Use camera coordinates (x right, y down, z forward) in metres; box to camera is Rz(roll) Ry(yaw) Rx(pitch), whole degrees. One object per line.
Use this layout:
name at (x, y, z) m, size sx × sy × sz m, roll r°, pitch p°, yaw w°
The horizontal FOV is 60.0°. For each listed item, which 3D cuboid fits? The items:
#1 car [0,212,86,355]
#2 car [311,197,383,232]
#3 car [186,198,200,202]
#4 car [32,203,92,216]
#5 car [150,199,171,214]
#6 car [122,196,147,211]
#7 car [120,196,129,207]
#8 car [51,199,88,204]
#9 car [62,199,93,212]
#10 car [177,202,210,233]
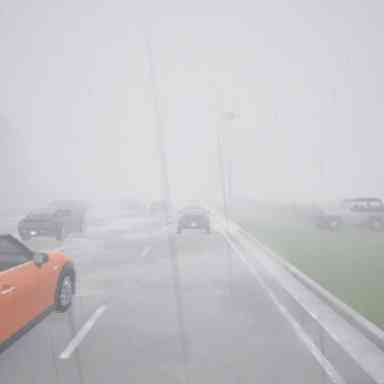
car at (-3.402, 1.360, 4.910) m, size 2.097 × 1.767 × 4.553 m, roll 0°, pitch 0°, yaw 0°
car at (8.914, 1.246, 18.757) m, size 3.866 × 1.878 × 1.905 m, roll 0°, pitch 0°, yaw 0°
car at (0.082, 1.532, 45.102) m, size 1.801 × 1.575 × 5.366 m, roll 0°, pitch 0°, yaw 0°
car at (-6.907, 1.533, 16.904) m, size 1.837 × 1.490 × 4.892 m, roll 0°, pitch 0°, yaw 0°
car at (-3.414, 1.565, 36.026) m, size 1.837 × 1.490 × 4.892 m, roll 0°, pitch 0°, yaw 0°
car at (-6.919, 1.617, 41.614) m, size 2.033 × 1.411 × 5.357 m, roll 0°, pitch 0°, yaw 0°
car at (-10.422, 1.443, 54.913) m, size 2.097 × 1.767 × 4.553 m, roll 0°, pitch 0°, yaw 0°
car at (-10.411, 1.398, 27.856) m, size 2.097 × 1.767 × 4.553 m, roll 0°, pitch 0°, yaw 0°
car at (-13.917, 1.615, 40.824) m, size 2.033 × 1.411 × 5.357 m, roll 0°, pitch 0°, yaw 0°
car at (0.095, 1.559, 19.944) m, size 1.812 × 1.442 × 4.674 m, roll 0°, pitch 0°, yaw 0°
